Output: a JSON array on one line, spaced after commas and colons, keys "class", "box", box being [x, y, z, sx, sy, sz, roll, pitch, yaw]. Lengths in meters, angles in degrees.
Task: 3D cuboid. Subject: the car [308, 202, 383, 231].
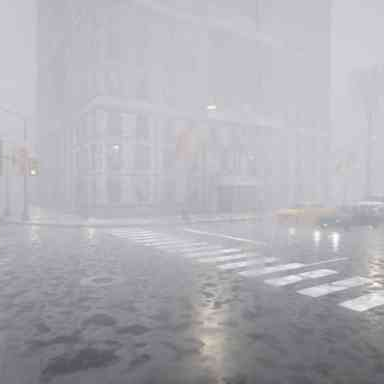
[{"class": "car", "box": [10.023, 1.547, 20.932, 5.357, 1.411, 2.033, 0, 0, -34]}]

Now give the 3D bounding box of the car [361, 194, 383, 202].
[{"class": "car", "box": [16.610, 1.221, 29.451, 5.566, 2.045, 2.150, 0, 0, -33]}]

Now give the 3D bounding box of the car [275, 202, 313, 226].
[{"class": "car", "box": [8.107, 1.478, 23.857, 5.008, 1.535, 1.882, 0, 0, -34]}]
